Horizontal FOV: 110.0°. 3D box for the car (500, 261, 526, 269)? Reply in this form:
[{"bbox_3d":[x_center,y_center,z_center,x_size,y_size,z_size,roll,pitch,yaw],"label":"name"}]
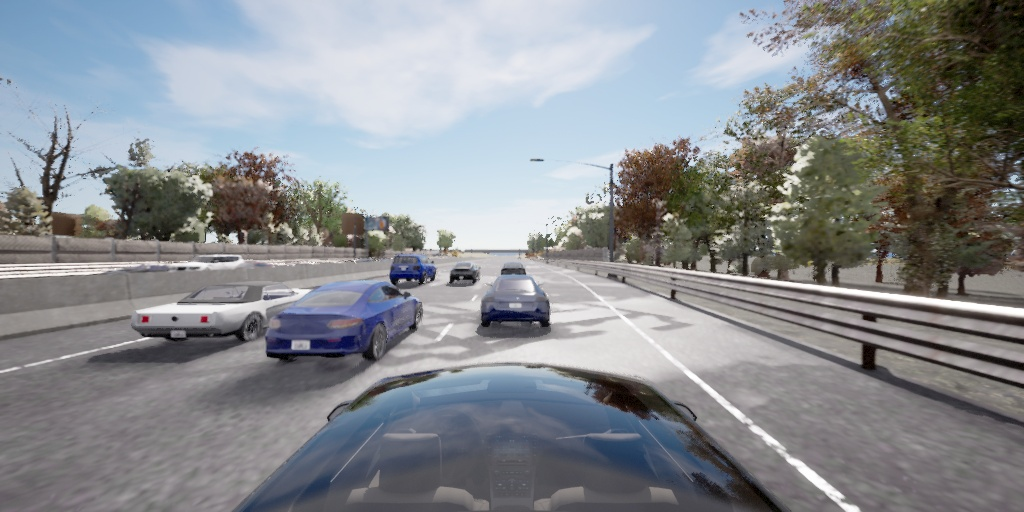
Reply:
[{"bbox_3d":[0.099,1.163,28.019,1.882,1.535,5.008,0,0,0],"label":"car"}]

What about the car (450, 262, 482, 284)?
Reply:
[{"bbox_3d":[-3.401,1.193,26.526,1.837,1.490,4.892,0,0,0],"label":"car"}]

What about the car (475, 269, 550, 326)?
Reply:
[{"bbox_3d":[0.098,1.287,11.562,1.994,1.385,4.181,0,0,0],"label":"car"}]

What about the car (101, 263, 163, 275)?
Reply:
[{"bbox_3d":[-27.931,1.236,27.503,2.033,1.411,5.357,0,0,-2],"label":"car"}]

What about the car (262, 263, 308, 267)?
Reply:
[{"bbox_3d":[-17.594,1.248,29.052,1.994,1.385,4.181,0,0,0],"label":"car"}]

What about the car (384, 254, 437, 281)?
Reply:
[{"bbox_3d":[-6.902,0.912,25.504,2.150,2.045,5.566,0,0,0],"label":"car"}]

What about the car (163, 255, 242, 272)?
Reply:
[{"bbox_3d":[-24.595,0.905,29.363,2.150,2.045,5.566,0,0,0],"label":"car"}]

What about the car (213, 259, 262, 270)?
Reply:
[{"bbox_3d":[-21.086,1.210,28.904,1.812,1.442,4.674,0,0,0],"label":"car"}]

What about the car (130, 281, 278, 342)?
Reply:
[{"bbox_3d":[-6.902,1.329,9.646,1.895,1.301,4.718,0,0,0],"label":"car"}]

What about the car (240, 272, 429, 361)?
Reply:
[{"bbox_3d":[-3.405,1.258,8.084,1.812,1.442,4.674,0,0,0],"label":"car"}]
